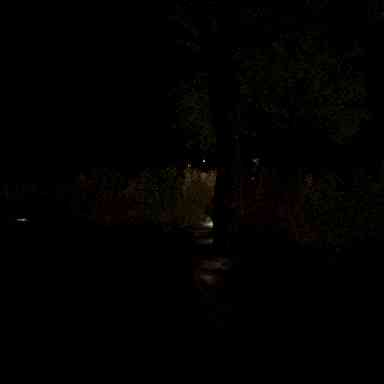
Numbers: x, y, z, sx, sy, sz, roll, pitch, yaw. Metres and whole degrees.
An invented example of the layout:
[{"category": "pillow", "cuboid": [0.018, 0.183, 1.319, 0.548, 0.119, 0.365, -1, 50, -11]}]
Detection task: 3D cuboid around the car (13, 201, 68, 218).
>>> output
[{"category": "car", "cuboid": [-14.676, 1.609, 32.495, 1.882, 1.535, 5.008, 0, -1, 41]}]
